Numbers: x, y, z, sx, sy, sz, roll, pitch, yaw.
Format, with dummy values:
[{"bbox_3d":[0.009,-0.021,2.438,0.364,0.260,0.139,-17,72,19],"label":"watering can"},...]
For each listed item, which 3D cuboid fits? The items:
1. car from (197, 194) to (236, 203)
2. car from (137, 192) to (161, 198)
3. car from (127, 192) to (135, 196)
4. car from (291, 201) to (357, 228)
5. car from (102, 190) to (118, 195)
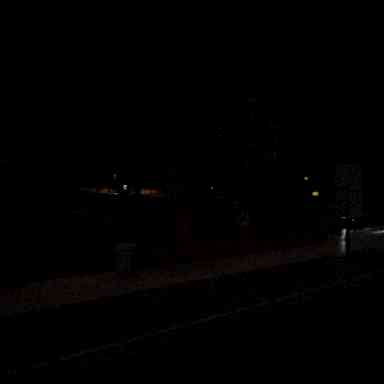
[{"bbox_3d":[2.201,1.020,30.534,2.097,1.767,4.553,-1,2,-35],"label":"car"},{"bbox_3d":[-4.685,0.953,40.551,1.812,1.442,4.674,-1,2,-35],"label":"car"},{"bbox_3d":[-9.019,0.696,52.015,2.033,1.411,5.357,-1,2,-35],"label":"car"},{"bbox_3d":[8.249,1.387,21.838,1.837,1.490,4.892,-1,2,-36],"label":"car"},{"bbox_3d":[-15.050,0.444,60.732,2.128,1.511,4.902,-1,2,-35],"label":"car"}]
